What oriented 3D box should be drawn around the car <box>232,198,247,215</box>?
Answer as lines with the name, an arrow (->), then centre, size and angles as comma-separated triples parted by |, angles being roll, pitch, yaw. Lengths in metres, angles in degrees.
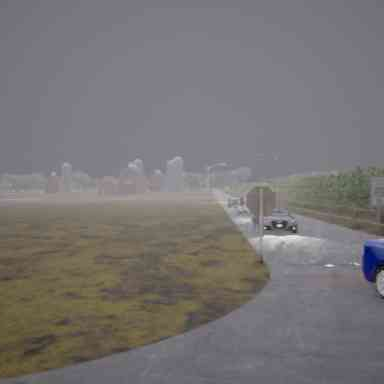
car -> 5.218, 1.507, 32.048 | 1.895, 1.301, 4.718 | 0, 0, 3

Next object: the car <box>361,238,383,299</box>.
car -> 5.112, 1.402, 5.400 | 1.882, 1.535, 5.008 | 0, 0, -14

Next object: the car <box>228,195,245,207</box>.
car -> 6.133, 1.402, 47.474 | 1.812, 1.442, 4.674 | 0, 0, 4

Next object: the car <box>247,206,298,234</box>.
car -> 4.475, 1.486, 18.548 | 1.994, 1.385, 4.181 | 0, 0, 3
